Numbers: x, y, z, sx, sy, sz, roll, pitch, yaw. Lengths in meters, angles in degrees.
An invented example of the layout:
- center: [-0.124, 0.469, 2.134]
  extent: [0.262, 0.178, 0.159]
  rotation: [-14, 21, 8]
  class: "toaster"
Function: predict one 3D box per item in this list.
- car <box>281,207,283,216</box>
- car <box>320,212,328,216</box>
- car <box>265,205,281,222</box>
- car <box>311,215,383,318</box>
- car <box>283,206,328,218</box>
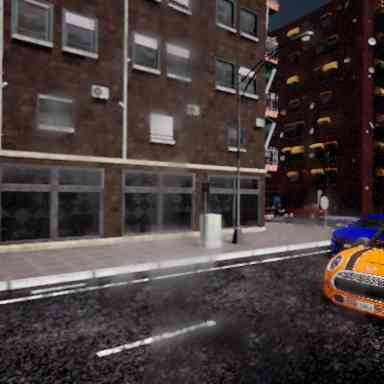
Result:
- center: [9.607, 2.293, 41.024]
  extent: [1.947, 1.339, 4.313]
  rotation: [0, -1, -36]
  class: "car"
- center: [7.423, 1.637, 12.977]
  extent: [5.008, 1.535, 1.882]
  rotation: [1, 0, -36]
  class: "car"
- center: [5.958, 2.137, 31.824]
  extent: [1.802, 1.307, 4.206]
  rotation: [0, -1, -36]
  class: "car"
- center: [4.893, 1.447, 7.175]
  extent: [4.553, 1.767, 2.097]
  rotation: [1, 0, -36]
  class: "car"
- center: [12.724, 2.202, 36.711]
  extent: [1.887, 1.381, 4.507]
  rotation: [0, -1, -36]
  class: "car"
